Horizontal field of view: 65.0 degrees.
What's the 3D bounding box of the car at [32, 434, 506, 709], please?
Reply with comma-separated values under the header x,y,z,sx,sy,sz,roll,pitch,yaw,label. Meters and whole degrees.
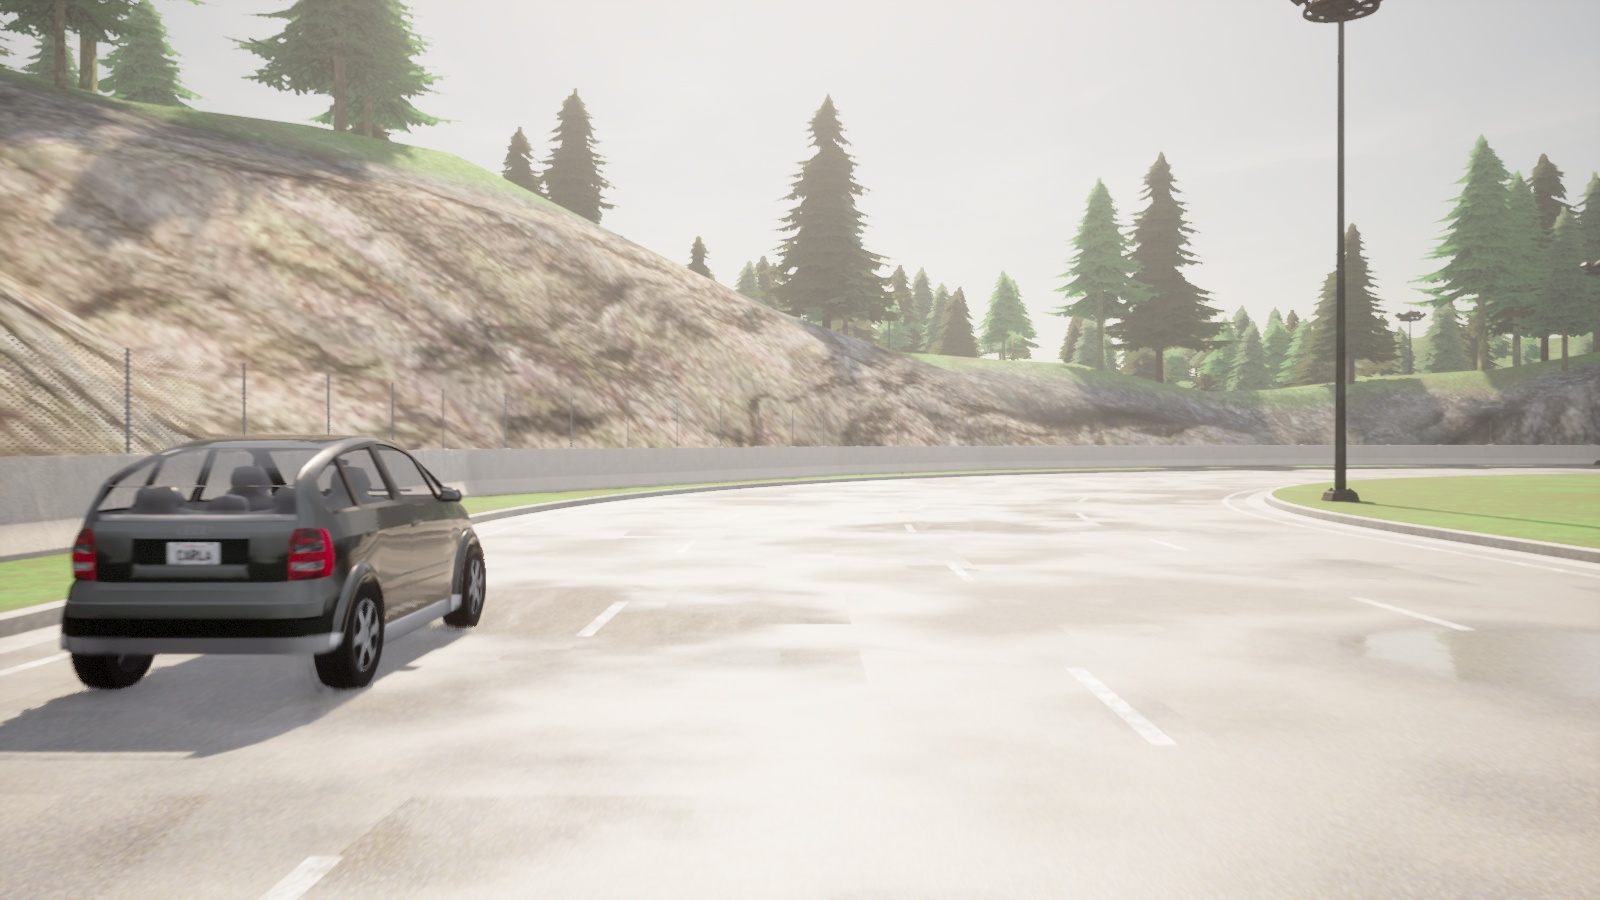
x,y,z,sx,sy,sz,roll,pitch,yaw,label
-3.434,0.672,8.943,1.789,1.549,3.705,0,0,0,car
